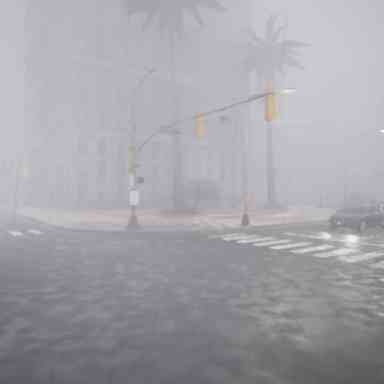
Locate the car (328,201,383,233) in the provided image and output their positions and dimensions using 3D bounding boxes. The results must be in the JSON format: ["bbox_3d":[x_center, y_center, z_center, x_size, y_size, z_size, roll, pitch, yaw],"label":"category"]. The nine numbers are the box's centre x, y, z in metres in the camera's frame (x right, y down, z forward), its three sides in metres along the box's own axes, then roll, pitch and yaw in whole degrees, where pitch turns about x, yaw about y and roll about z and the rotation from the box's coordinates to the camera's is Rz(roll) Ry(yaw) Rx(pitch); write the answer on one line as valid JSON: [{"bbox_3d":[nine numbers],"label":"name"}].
[{"bbox_3d":[10.109,1.518,20.098,4.892,1.490,1.837,0,0,-38],"label":"car"}]

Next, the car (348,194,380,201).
[{"bbox_3d":[22.065,1.251,42.681,2.150,2.045,5.566,0,0,3],"label":"car"}]
